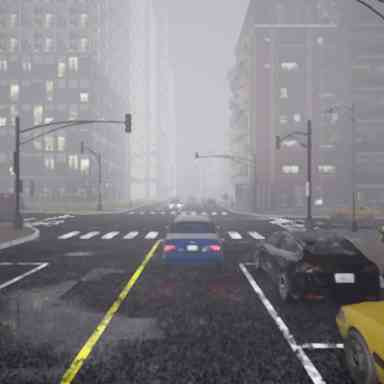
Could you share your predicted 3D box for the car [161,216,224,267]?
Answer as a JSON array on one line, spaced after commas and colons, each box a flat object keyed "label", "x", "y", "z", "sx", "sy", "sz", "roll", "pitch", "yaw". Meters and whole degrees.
[{"label": "car", "x": 0.022, "y": 1.531, "z": 11.363, "sx": 2.033, "sy": 1.411, "sz": 5.357, "roll": 0, "pitch": 0, "yaw": 0}]

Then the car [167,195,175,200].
[{"label": "car", "x": -5.647, "y": 1.462, "z": 91.134, "sx": 2.008, "sy": 1.369, "sz": 4.403, "roll": 0, "pitch": 0, "yaw": 0}]

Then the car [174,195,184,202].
[{"label": "car", "x": -2.966, "y": 1.456, "z": 76.550, "sx": 1.994, "sy": 1.385, "sz": 4.181, "roll": 0, "pitch": 0, "yaw": 0}]

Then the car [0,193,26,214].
[{"label": "car", "x": -17.680, "y": 0.985, "z": 30.018, "sx": 5.009, "sy": 1.841, "sz": 2.192, "roll": 1, "pitch": -1, "yaw": 0}]

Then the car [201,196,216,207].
[{"label": "car", "x": 2.764, "y": 1.521, "z": 49.971, "sx": 1.802, "sy": 1.307, "sz": 4.206, "roll": 0, "pitch": 0, "yaw": 0}]

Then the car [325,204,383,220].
[{"label": "car", "x": 14.656, "y": 1.790, "z": 30.282, "sx": 4.829, "sy": 1.417, "sz": 1.752, "roll": 1, "pitch": -1, "yaw": 0}]

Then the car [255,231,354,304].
[{"label": "car", "x": 2.695, "y": 1.554, "z": 7.947, "sx": 1.947, "sy": 1.339, "sz": 4.313, "roll": 0, "pitch": 0, "yaw": 0}]

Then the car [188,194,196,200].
[{"label": "car", "x": 0.039, "y": 1.300, "z": 82.573, "sx": 1.994, "sy": 1.385, "sz": 4.181, "roll": 0, "pitch": 0, "yaw": 0}]

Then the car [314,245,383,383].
[{"label": "car", "x": 2.692, "y": 1.521, "z": 2.434, "sx": 1.752, "sy": 1.417, "sz": 4.829, "roll": 0, "pitch": 0, "yaw": 0}]

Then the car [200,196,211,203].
[{"label": "car", "x": 2.723, "y": 1.475, "z": 68.536, "sx": 2.008, "sy": 1.369, "sz": 4.403, "roll": 0, "pitch": 0, "yaw": 0}]

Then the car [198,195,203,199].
[{"label": "car", "x": 2.720, "y": 1.479, "z": 62.888, "sx": 2.008, "sy": 1.369, "sz": 4.403, "roll": 0, "pitch": 0, "yaw": 0}]

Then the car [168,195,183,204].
[{"label": "car", "x": -3.013, "y": 1.531, "z": 60.906, "sx": 1.895, "sy": 1.301, "sz": 4.718, "roll": 0, "pitch": 0, "yaw": 1}]

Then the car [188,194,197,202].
[{"label": "car", "x": 0.034, "y": 1.465, "z": 72.537, "sx": 1.994, "sy": 1.385, "sz": 4.181, "roll": 0, "pitch": 0, "yaw": 0}]
